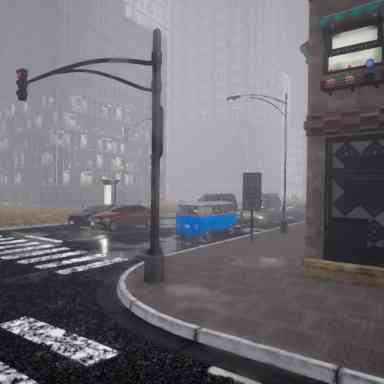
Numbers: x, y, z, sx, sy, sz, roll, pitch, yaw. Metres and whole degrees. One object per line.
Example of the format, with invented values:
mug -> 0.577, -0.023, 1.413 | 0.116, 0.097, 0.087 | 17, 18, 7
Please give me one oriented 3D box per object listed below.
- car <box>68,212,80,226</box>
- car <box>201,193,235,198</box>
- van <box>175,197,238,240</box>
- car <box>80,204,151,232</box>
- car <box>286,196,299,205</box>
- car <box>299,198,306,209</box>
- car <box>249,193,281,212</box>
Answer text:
car -> -5.986, 1.467, 21.838 | 1.947, 1.339, 4.313 | 1, 1, 35
car -> 1.903, 1.143, 28.478 | 2.150, 2.045, 5.566 | 1, 1, 36
van -> 0.853, 1.368, 16.989 | 1.690, 1.788, 3.998 | 1, 1, 35
car -> -4.043, 1.466, 20.096 | 1.812, 1.442, 4.674 | 1, 1, 37
car -> 16.313, 1.364, 53.294 | 1.752, 1.417, 4.829 | 1, 1, 35
car -> 15.631, 1.463, 42.417 | 1.812, 1.442, 4.674 | 1, 1, 36
car -> 8.091, 1.125, 37.183 | 2.150, 2.045, 5.566 | 1, 1, 36
